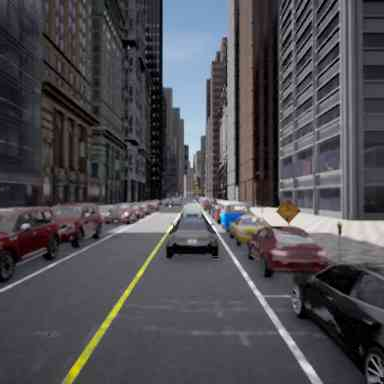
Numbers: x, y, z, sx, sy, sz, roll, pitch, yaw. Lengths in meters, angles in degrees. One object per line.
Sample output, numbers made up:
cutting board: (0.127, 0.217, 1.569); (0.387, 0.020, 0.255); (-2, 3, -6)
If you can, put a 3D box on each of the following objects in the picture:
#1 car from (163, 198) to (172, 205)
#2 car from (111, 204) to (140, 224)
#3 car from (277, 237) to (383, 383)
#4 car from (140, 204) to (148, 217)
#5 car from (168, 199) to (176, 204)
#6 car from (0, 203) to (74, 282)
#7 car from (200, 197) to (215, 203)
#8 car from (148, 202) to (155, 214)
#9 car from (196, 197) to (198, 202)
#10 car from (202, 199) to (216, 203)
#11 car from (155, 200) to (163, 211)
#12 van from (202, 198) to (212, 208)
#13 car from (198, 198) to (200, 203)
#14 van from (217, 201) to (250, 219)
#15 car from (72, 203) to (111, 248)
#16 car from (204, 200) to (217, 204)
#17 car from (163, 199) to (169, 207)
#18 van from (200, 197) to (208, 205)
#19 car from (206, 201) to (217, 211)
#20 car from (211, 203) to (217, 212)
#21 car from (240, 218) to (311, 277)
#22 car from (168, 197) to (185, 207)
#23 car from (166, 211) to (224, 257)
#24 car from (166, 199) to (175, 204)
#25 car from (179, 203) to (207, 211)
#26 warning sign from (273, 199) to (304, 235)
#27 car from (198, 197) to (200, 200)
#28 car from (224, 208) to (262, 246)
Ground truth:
car: (-5.740, 2.293, 77.912); (1.967, 1.590, 4.097); (0, -1, 0)
car: (-5.752, 1.725, 27.188); (1.967, 1.590, 4.097); (0, -1, 0)
car: (2.768, 1.615, 4.644); (1.947, 1.339, 4.313); (0, -1, 0)
car: (-5.751, 1.928, 32.822); (1.802, 1.307, 4.206); (0, -1, 0)
car: (-5.737, 2.594, 94.818); (1.887, 1.381, 4.507); (0, -1, 0)
car: (-5.755, 1.422, 10.282); (2.192, 1.841, 5.009); (0, -1, 0)
car: (2.779, 1.849, 49.737); (2.192, 1.841, 5.009); (0, -1, 0)
car: (-5.750, 1.990, 38.458); (1.802, 1.307, 4.206); (0, -1, 0)
car: (2.787, 2.424, 89.189); (1.967, 1.590, 4.097); (0, -1, 0)
car: (2.776, 2.037, 44.098); (1.947, 1.339, 4.313); (0, -1, 0)
car: (-5.747, 2.116, 49.730); (1.802, 1.307, 4.206); (0, -1, 0)
van: (2.781, 2.002, 61.010); (1.690, 1.788, 3.998); (0, -1, 0)
car: (2.782, 2.275, 66.644); (2.008, 1.369, 4.403); (0, -1, 0)
van: (2.772, 1.566, 21.555); (1.690, 1.788, 3.998); (0, -1, 0)
car: (-5.753, 1.480, 15.918); (2.192, 1.841, 5.009); (0, -1, 0)
car: (2.775, 1.974, 38.462); (1.947, 1.339, 4.313); (0, -1, 0)
car: (-5.743, 2.290, 66.639); (1.947, 1.339, 4.313); (0, -1, 0)
van: (2.785, 2.194, 77.918); (1.690, 1.788, 3.998); (0, -1, 0)
car: (2.774, 1.897, 32.826); (2.008, 1.369, 4.403); (0, -1, 0)
car: (2.773, 1.867, 27.189); (1.802, 1.307, 4.206); (0, -1, 0)
car: (2.769, 1.689, 10.280); (1.802, 1.307, 4.206); (0, -1, 0)
car: (-3.000, 2.271, 65.381); (1.994, 1.385, 4.181); (0, -1, 0)
car: (0.028, 1.705, 13.563); (1.994, 1.385, 4.181); (0, -1, 1)
car: (-5.738, 2.549, 89.182); (1.947, 1.339, 4.313); (0, -1, 0)
car: (0.028, 1.898, 28.258); (1.895, 1.301, 4.718); (0, -1, 1)
warning sign: (5.068, 1.298, 17.545); (1.300, 1.860, 1.060); (0, -1, 0)
car: (2.783, 2.315, 72.450); (1.752, 1.417, 4.829); (0, -1, 0)
car: (2.770, 1.693, 16.087); (1.752, 1.417, 4.829); (0, -1, 0)
